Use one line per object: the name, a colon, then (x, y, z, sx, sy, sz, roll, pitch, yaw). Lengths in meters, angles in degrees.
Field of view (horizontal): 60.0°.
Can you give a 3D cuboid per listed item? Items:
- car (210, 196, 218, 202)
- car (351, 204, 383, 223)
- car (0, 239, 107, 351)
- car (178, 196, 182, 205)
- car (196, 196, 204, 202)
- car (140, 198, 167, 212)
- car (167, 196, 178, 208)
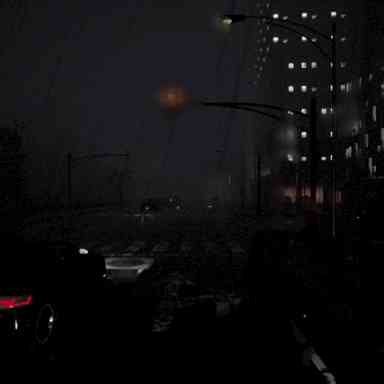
car: (5.208, 1.548, 78.694, 2.033, 1.411, 5.357, 0, 0, 5)
car: (13.746, 1.447, 23.064, 4.718, 1.301, 1.895, 0, 0, 2)
car: (-3.024, 1.563, 6.236, 1.994, 1.385, 4.181, 0, 0, 1)
car: (-2.964, 1.473, 58.805, 1.882, 1.535, 5.008, 0, 0, 5)
car: (1.943, 1.602, 78.620, 1.895, 1.301, 4.718, 0, 0, 5)
car: (-4.612, 1.483, 38.152, 2.128, 1.511, 4.902, 0, 0, 5)
car: (-3.805, 1.540, 48.368, 2.033, 1.411, 5.357, 0, 0, 4)
